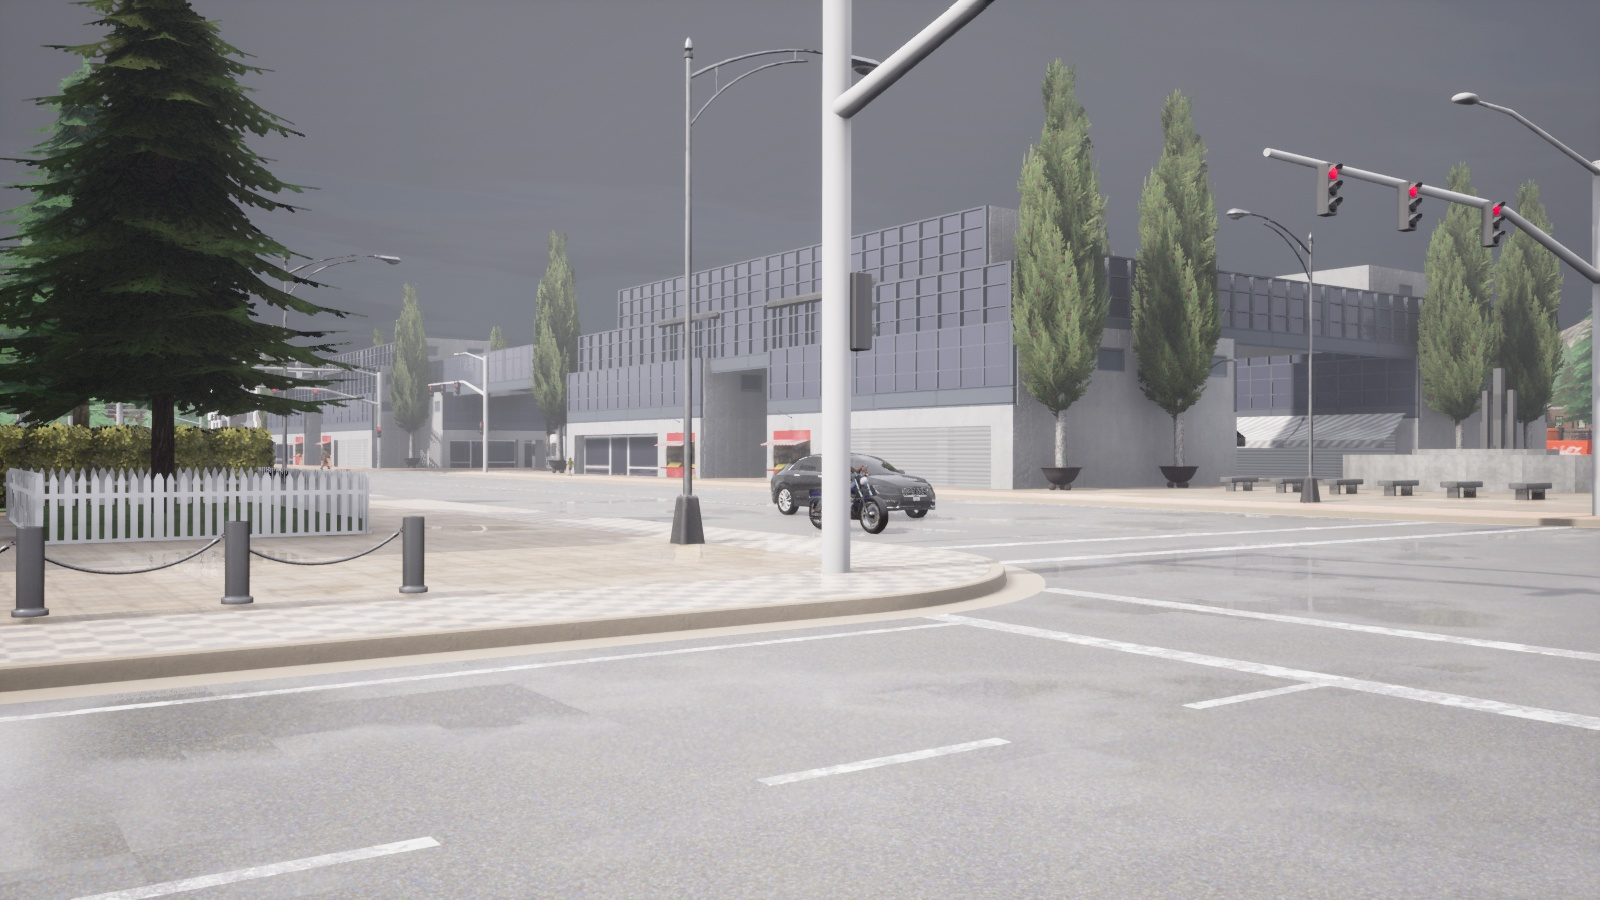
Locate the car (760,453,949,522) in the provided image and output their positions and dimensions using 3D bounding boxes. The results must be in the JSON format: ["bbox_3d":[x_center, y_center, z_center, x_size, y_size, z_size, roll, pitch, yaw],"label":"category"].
[{"bbox_3d":[1.174,0.820,29.581,1.837,1.490,4.892,0,0,-35],"label":"car"}]

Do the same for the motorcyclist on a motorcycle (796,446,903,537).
[{"bbox_3d":[0.901,0.752,23.853,0.766,1.649,2.350,0,0,-35],"label":"motorcyclist on a motorcycle"}]
